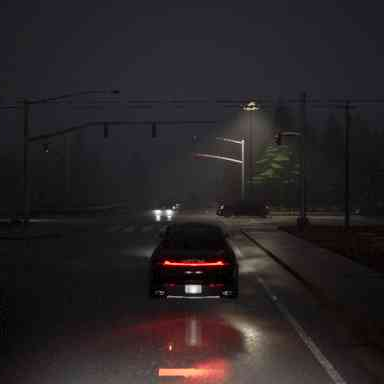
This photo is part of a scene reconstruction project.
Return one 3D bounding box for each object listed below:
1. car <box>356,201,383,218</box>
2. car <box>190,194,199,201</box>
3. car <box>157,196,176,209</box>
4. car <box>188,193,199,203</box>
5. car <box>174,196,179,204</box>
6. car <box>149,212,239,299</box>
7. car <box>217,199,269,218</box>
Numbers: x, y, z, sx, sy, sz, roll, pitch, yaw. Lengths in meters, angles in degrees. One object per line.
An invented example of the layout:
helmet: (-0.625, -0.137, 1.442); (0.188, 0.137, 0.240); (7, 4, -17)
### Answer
car: (17.159, 1.517, 29.529); (4.902, 1.511, 2.128); (0, 0, 1)
car: (0.567, 1.355, 80.865); (2.097, 1.767, 4.553); (0, 0, 2)
car: (-3.599, 1.601, 44.843); (1.895, 1.301, 4.718); (0, 0, 0)
car: (0.296, 1.224, 70.472); (2.150, 2.045, 5.566); (0, 0, 2)
car: (-3.576, 1.477, 54.125); (1.882, 1.535, 5.008); (0, 0, 0)
car: (0.047, 1.501, 8.439); (1.837, 1.490, 4.892); (0, 0, 1)
car: (4.491, 1.372, 29.759); (4.553, 1.767, 2.097); (0, 0, 1)
